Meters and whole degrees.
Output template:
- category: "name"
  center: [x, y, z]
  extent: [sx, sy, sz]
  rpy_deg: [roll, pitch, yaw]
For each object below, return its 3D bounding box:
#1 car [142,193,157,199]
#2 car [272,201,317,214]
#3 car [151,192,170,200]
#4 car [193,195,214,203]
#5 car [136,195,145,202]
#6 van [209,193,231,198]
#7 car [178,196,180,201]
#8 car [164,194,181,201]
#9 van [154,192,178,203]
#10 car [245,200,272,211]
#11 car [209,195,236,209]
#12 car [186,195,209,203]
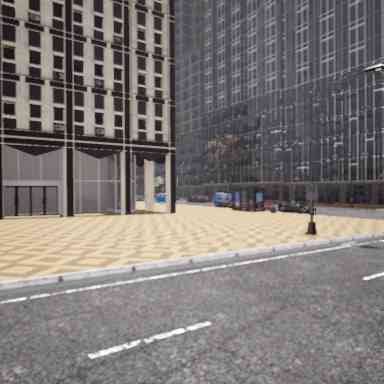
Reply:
- category: "car"
  center: [-10.624, 0.962, 82.430]
  extent: [1.967, 1.590, 4.097]
  rpy_deg: [0, 1, -34]
- category: "car"
  center: [11.120, 1.632, 35.357]
  extent: [1.947, 1.339, 4.313]
  rpy_deg: [0, 1, -34]
- category: "car"
  center: [-7.426, 0.890, 77.731]
  extent: [2.192, 1.841, 5.009]
  rpy_deg: [0, 1, -34]
- category: "car"
  center: [2.167, 1.316, 63.637]
  extent: [1.802, 1.307, 4.206]
  rpy_deg: [0, 1, -34]
- category: "car"
  center: [-11.157, 1.254, 68.319]
  extent: [2.008, 1.369, 4.403]
  rpy_deg: [0, 1, -34]
- category: "van"
  center: [5.365, 1.127, 58.936]
  extent: [1.690, 1.788, 3.998]
  rpy_deg: [0, 1, -34]
- category: "car"
  center: [-4.836, 1.029, 69.307]
  extent: [2.097, 1.767, 4.553]
  rpy_deg: [-1, 1, -34]
- category: "car"
  center: [-4.229, 1.210, 73.034]
  extent: [1.802, 1.307, 4.206]
  rpy_deg: [0, 1, -34]
- category: "van"
  center: [-4.760, 1.151, 58.920]
  extent: [1.690, 1.788, 3.998]
  rpy_deg: [0, 1, -34]
- category: "car"
  center: [7.936, 1.597, 40.067]
  extent: [1.802, 1.307, 4.206]
  rpy_deg: [0, 1, -34]
- category: "car"
  center: [4.787, 1.530, 44.798]
  extent: [1.947, 1.339, 4.313]
  rpy_deg: [0, 1, -34]
- category: "car"
  center: [0.710, 1.333, 61.164]
  extent: [1.994, 1.385, 4.181]
  rpy_deg: [-1, 1, -35]
